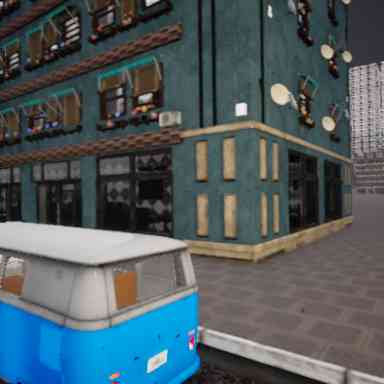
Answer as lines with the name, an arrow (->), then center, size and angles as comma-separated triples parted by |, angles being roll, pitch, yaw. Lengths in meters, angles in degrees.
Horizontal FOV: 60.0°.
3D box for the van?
van -> -1.829, 1.345, 4.198 | 3.998, 1.788, 1.690 | 0, -1, 36
